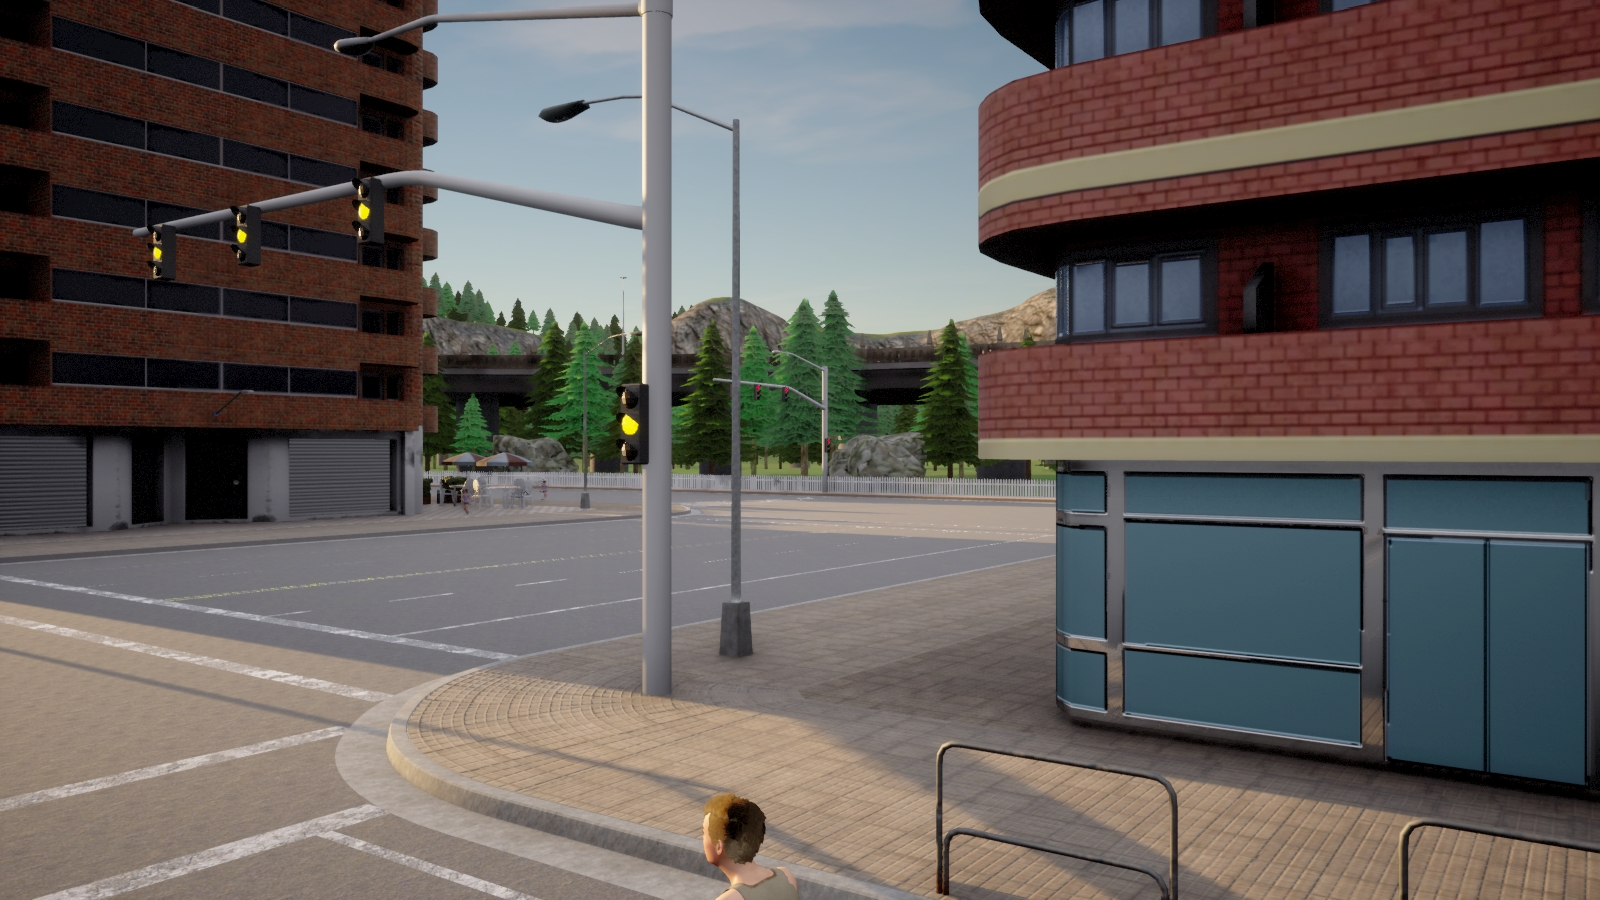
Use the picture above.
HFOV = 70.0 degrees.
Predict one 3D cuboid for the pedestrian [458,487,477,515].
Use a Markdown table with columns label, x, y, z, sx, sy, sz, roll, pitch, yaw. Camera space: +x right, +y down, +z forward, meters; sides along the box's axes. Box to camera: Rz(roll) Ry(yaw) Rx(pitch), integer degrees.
| label | x | y | z | sx | sy | sz | roll | pitch | yaw |
| --- | --- | --- | --- | --- | --- | --- | --- | --- | --- |
| pedestrian | -13.283 | 2.033 | 45.628 | 0.500 | 1.100 | 0.500 | 0 | 0 | 25 |

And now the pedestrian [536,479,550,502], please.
| label | x | y | z | sx | sy | sz | roll | pitch | yaw |
| --- | --- | --- | --- | --- | --- | --- | --- | --- | --- |
| pedestrian | -12.897 | 2.019 | 57.312 | 0.500 | 1.100 | 0.500 | 0 | 0 | 25 |

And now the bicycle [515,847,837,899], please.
| label | x | y | z | sx | sy | sz | roll | pitch | yaw |
| --- | --- | --- | --- | --- | --- | --- | --- | --- | --- |
| bicycle | -0.301 | 2.233 | 4.022 | 1.487 | 1.126 | 0.859 | 0 | 0 | 35 |
